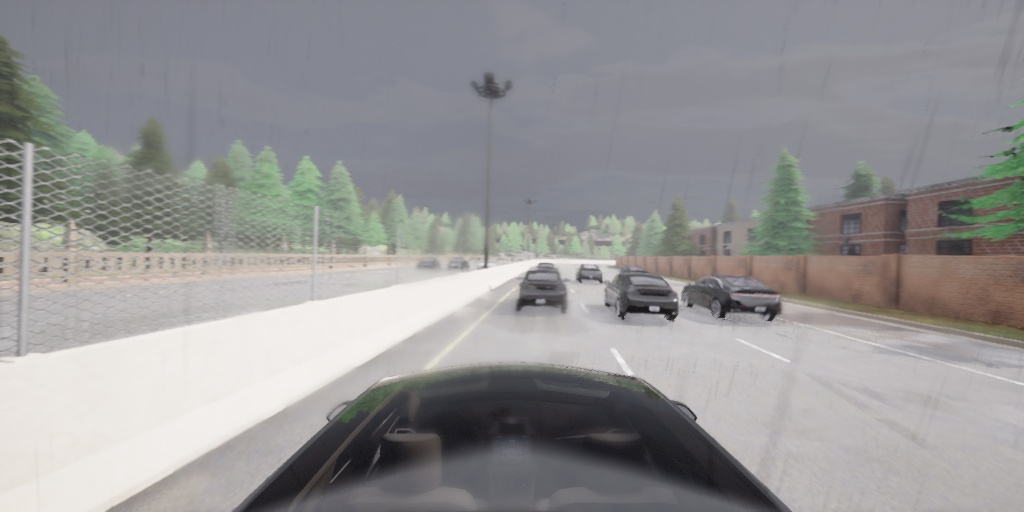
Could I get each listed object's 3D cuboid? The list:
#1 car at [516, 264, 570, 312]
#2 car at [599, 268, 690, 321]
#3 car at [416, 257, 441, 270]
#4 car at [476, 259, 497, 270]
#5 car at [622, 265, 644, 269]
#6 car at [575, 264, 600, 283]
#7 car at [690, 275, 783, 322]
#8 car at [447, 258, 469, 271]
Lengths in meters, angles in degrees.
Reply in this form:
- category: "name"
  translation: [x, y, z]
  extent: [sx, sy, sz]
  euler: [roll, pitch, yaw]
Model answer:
- category: "car"
  translation: [1.245, 1.280, 14.471]
  extent: [1.837, 1.490, 4.892]
  euler: [2, 0, 6]
- category: "car"
  translation: [4.654, 1.389, 13.442]
  extent: [1.837, 1.490, 4.892]
  euler: [2, 0, 6]
- category: "car"
  translation: [-10.015, 0.902, 43.420]
  extent: [1.812, 1.442, 4.674]
  euler: [2, 0, 6]
- category: "car"
  translation: [-3.052, 1.126, 42.752]
  extent: [1.812, 1.442, 4.674]
  euler: [2, 0, 6]
- category: "car"
  translation: [9.830, 1.522, 29.523]
  extent: [2.128, 1.511, 4.902]
  euler: [2, 0, 6]
- category: "car"
  translation: [6.349, 1.410, 29.874]
  extent: [2.128, 1.511, 4.902]
  euler: [2, 0, 6]
- category: "car"
  translation: [8.219, 1.491, 13.878]
  extent: [2.128, 1.511, 4.902]
  euler: [2, 0, 6]
- category: "car"
  translation: [-6.474, 0.981, 43.637]
  extent: [2.128, 1.511, 4.902]
  euler: [2, 0, 6]
